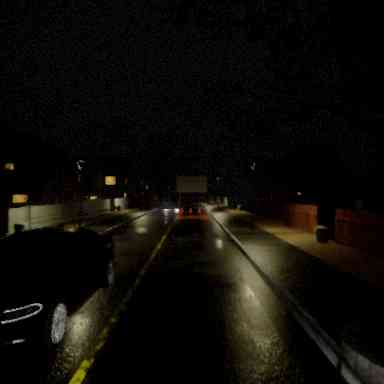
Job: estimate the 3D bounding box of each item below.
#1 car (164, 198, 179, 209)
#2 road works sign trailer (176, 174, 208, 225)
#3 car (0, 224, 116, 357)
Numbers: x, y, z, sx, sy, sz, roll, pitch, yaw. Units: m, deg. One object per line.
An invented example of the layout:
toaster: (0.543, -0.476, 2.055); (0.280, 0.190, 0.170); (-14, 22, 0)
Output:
car: (-2.843, 1.621, 47.722); (1.837, 1.490, 4.892); (0, 0, 0)
road works sign trailer: (-0.004, 0.484, 24.306); (2.380, 3.560, 2.880); (0, 0, 0)
car: (-2.852, 1.478, 6.446); (1.882, 1.535, 5.008); (0, 0, 0)
